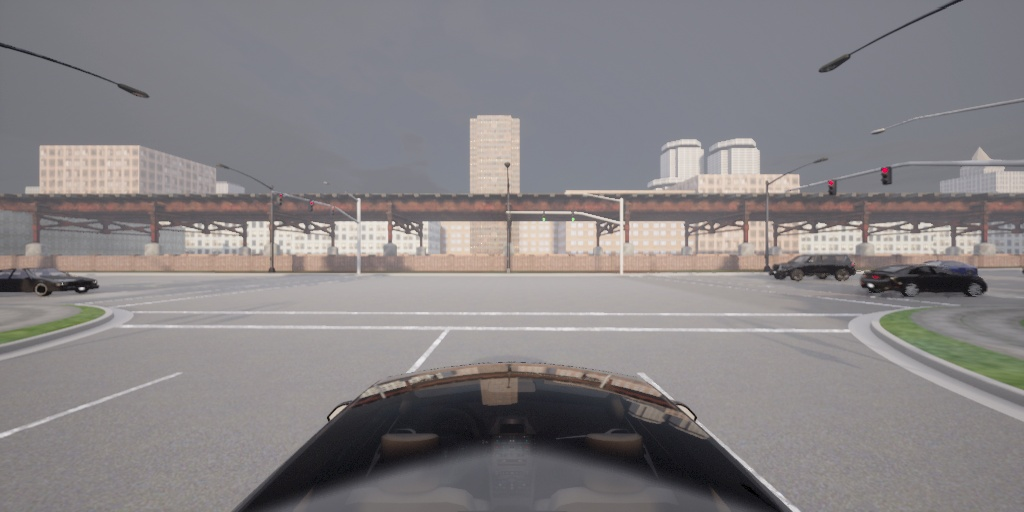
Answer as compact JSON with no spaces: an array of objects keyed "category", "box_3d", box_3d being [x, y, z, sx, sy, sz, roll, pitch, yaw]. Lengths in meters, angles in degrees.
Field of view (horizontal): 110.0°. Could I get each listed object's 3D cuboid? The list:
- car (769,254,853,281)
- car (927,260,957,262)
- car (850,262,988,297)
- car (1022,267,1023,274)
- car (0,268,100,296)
[{"category":"car","box_3d":[23.575,0.886,28.275,5.566,2.045,2.150,-1,0,3]},{"category":"car","box_3d":[33.333,1.073,28.021,4.674,1.442,1.812,-1,0,2]},{"category":"car","box_3d":[20.187,1.184,17.700,4.892,1.490,1.837,-1,0,2]},{"category":"car","box_3d":[42.818,0.885,27.752,4.902,1.511,2.128,-1,0,2]},{"category":"car","box_3d":[-25.286,1.337,18.938,5.357,1.411,2.033,0,0,2]}]
